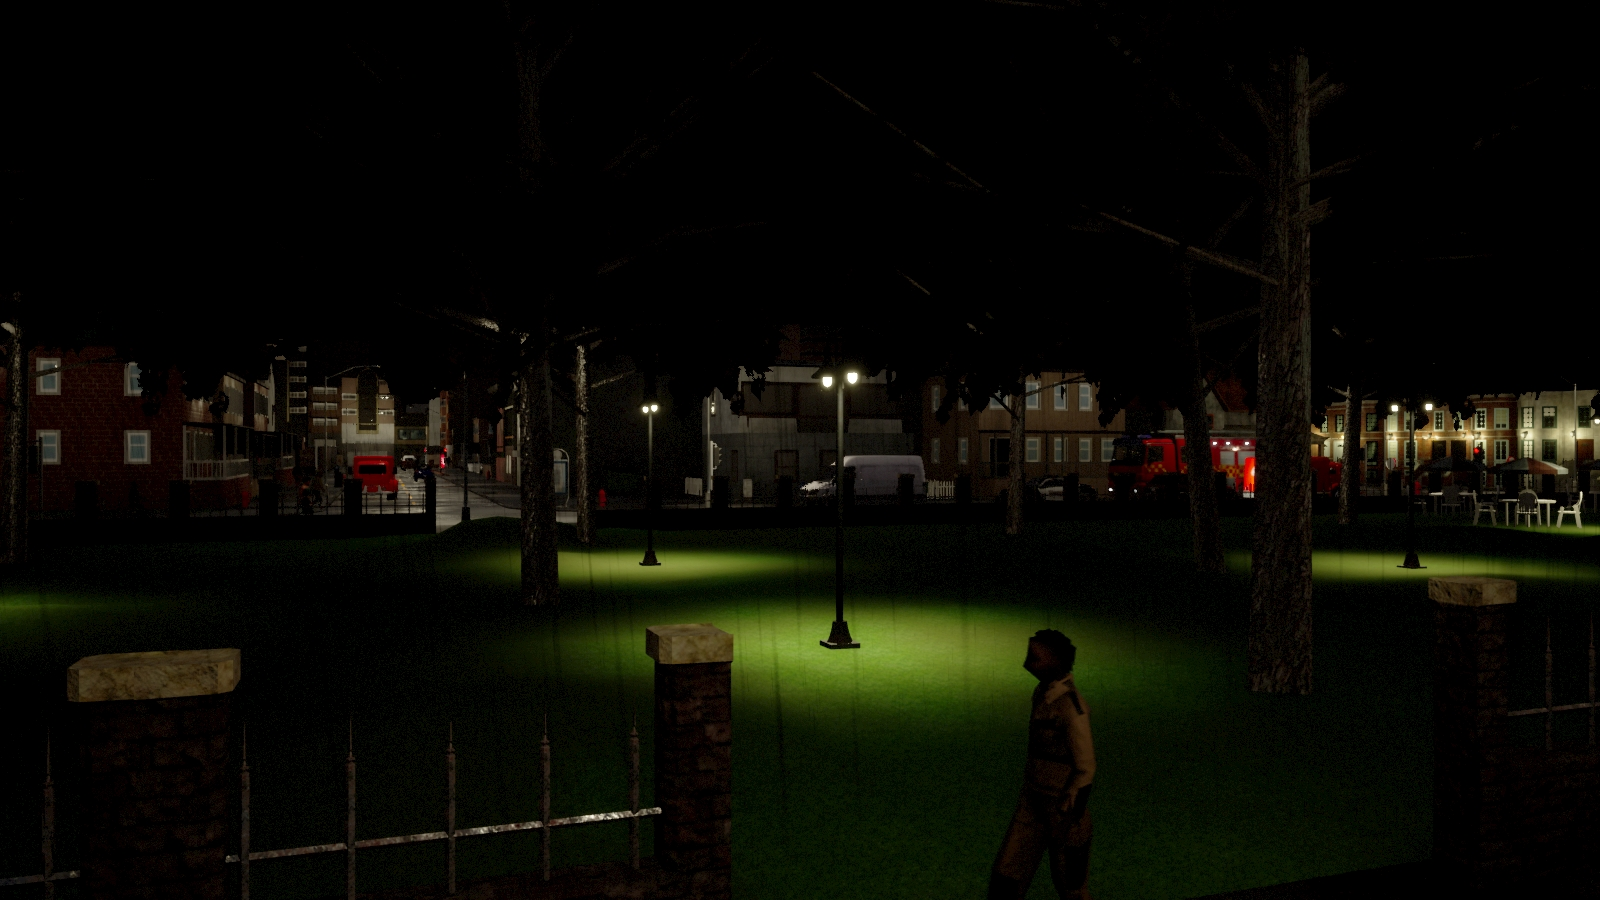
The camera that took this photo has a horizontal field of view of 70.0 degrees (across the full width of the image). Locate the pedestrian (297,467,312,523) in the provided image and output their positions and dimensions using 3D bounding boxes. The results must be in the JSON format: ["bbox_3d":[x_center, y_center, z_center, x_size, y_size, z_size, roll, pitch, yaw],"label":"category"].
[{"bbox_3d":[-16.825,1.525,38.779,0.375,1.860,0.375,0,0,-6],"label":"pedestrian"}]

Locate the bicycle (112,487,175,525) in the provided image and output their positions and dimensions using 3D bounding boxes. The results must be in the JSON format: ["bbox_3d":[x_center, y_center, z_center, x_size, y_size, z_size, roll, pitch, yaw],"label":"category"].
[{"bbox_3d":[-22.682,1.940,39.494,1.835,1.271,0.329,0,0,-20],"label":"bicycle"}]

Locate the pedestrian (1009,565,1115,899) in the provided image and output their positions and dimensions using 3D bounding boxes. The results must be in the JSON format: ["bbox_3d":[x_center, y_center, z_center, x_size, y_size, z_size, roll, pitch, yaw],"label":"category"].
[{"bbox_3d":[1.301,1.525,5.697,0.375,1.860,0.375,0,0,-18],"label":"pedestrian"}]
